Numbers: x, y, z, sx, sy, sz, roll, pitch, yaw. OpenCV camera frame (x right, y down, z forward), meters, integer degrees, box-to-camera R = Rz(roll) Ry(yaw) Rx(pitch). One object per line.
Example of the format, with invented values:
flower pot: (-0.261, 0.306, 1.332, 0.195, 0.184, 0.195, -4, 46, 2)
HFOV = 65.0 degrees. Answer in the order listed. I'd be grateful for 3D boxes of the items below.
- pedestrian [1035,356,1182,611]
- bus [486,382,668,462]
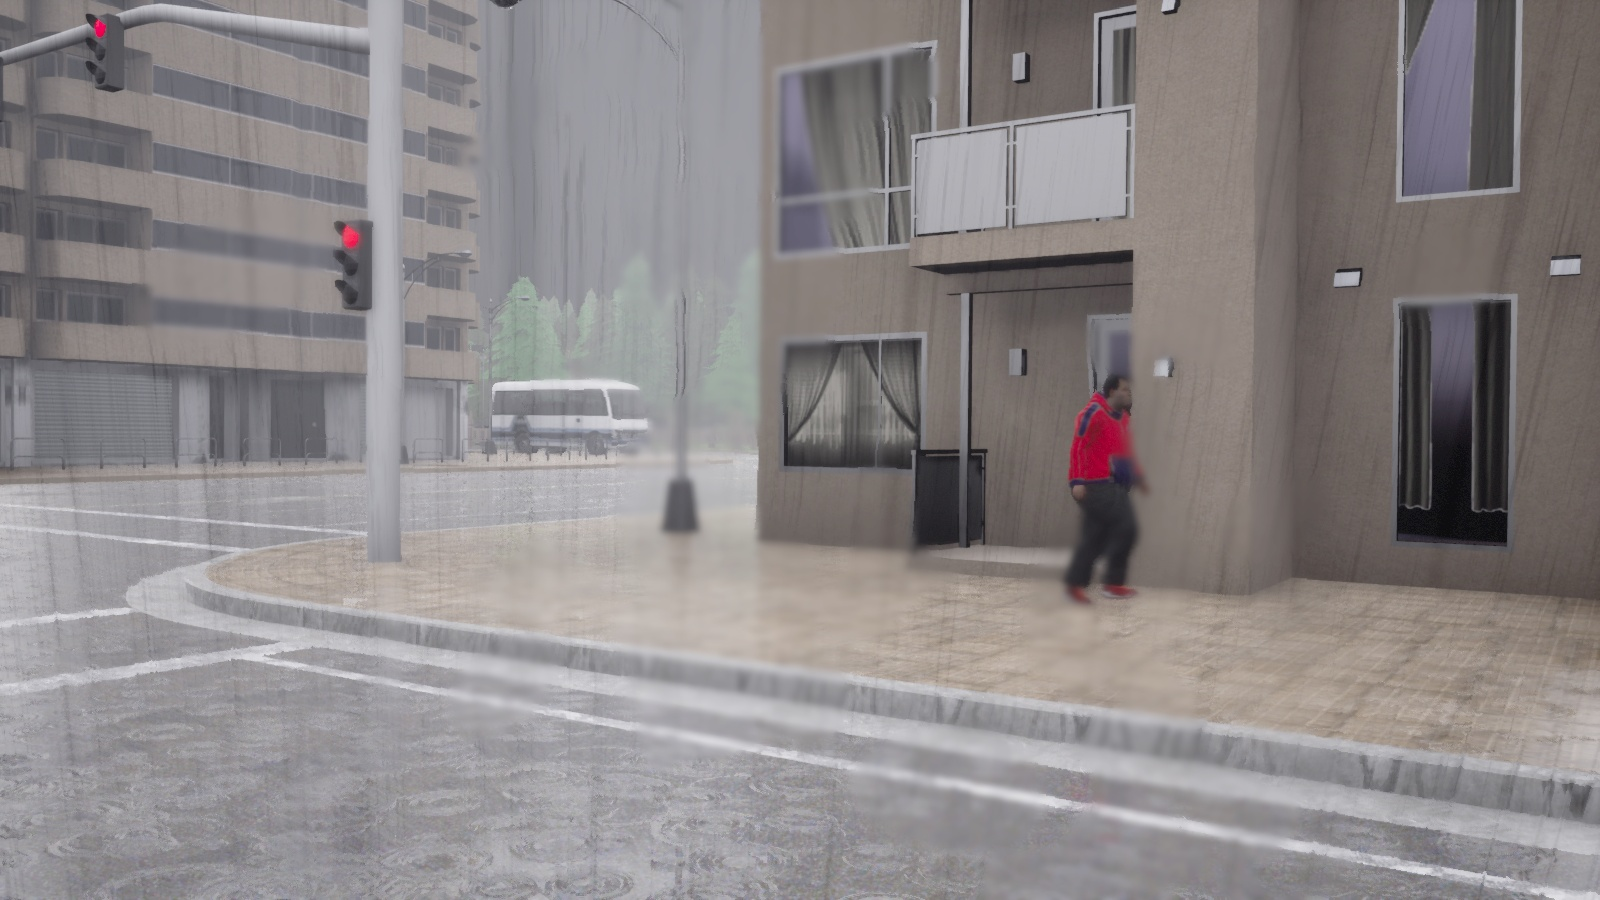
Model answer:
pedestrian: (2.356, 0.237, 9.601, 0.899, 1.844, 0.634, 0, 1, 40)
bus: (-12.735, -1.558, 71.246, 10.273, 4.253, 3.944, 1, 1, 34)
